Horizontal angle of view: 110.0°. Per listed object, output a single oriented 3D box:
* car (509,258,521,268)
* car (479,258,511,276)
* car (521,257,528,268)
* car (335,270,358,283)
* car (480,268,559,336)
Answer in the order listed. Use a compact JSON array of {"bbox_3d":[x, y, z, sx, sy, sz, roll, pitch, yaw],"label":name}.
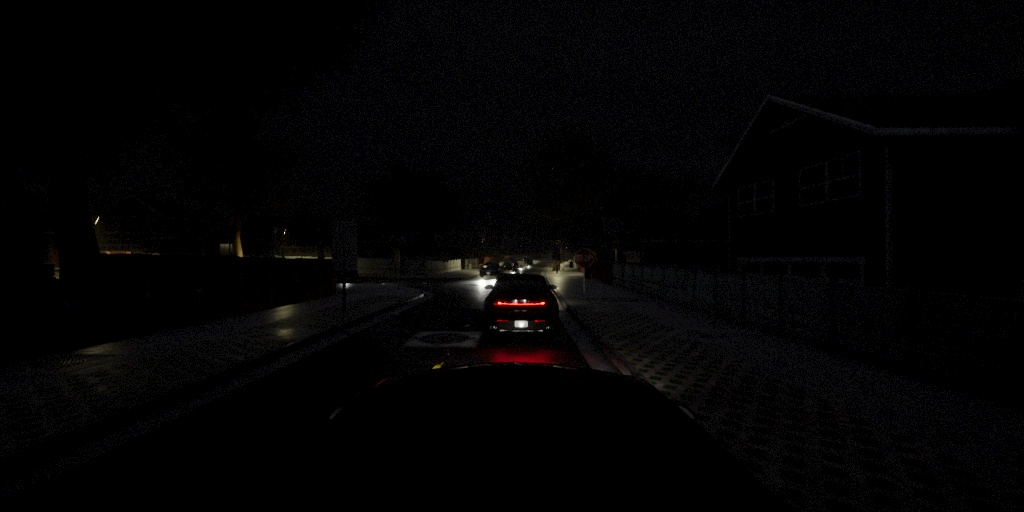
[{"bbox_3d":[-0.473,0.997,44.856,2.097,1.767,4.553,0,1,7],"label":"car"},{"bbox_3d":[-1.737,1.211,33.029,2.128,1.511,4.902,0,0,7],"label":"car"},{"bbox_3d":[0.894,1.085,56.211,1.812,1.442,4.674,0,0,8],"label":"car"},{"bbox_3d":[-12.639,0.987,23.394,5.008,1.535,1.882,1,0,3],"label":"car"},{"bbox_3d":[0.257,1.255,10.339,1.837,1.490,4.892,0,0,1],"label":"car"}]
